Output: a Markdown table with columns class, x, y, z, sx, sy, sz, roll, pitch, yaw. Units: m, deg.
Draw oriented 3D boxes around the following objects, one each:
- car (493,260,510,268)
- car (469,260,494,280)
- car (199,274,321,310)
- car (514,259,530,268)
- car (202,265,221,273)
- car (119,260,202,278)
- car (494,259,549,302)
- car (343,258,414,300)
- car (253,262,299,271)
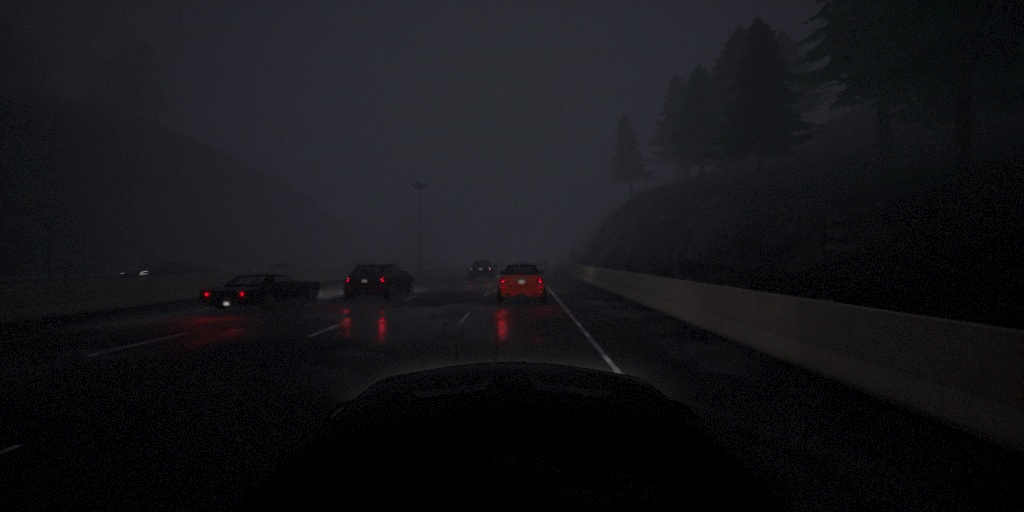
| class | x | y | z | sx | sy | sz | roll | pitch | yaw |
| --- | --- | --- | --- | --- | --- | --- | --- | --- | --- |
| car | -1.878 | 1.384 | 63.999 | 1.895 | 1.301 | 4.718 | 0 | 0 | 13 |
| car | -2.507 | 1.125 | 32.079 | 2.097 | 1.767 | 4.553 | 0 | 0 | 3 |
| car | -10.095 | 1.399 | 14.967 | 1.895 | 1.301 | 4.718 | 0 | 0 | 2 |
| car | 1.894 | 1.331 | 64.044 | 1.994 | 1.385 | 4.181 | 0 | 0 | 13 |
| car | -30.661 | 1.495 | 34.268 | 1.895 | 1.301 | 4.718 | 0 | 0 | 3 |
| car | -27.408 | 1.229 | 27.896 | 2.097 | 1.767 | 4.553 | 0 | 0 | 2 |
| car | 0.462 | 1.107 | 17.215 | 2.097 | 1.767 | 4.553 | 0 | 0 | 2 |
| car | -6.513 | 1.136 | 18.084 | 2.097 | 1.767 | 4.553 | 0 | 0 | 2 |
| car | -23.553 | 1.342 | 35.921 | 1.882 | 1.535 | 5.008 | 0 | 0 | 4 |
